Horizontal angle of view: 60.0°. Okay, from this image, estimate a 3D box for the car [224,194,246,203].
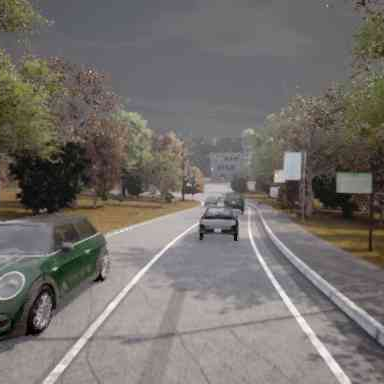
[{"bbox_3d":[4.717,1.198,36.938,2.150,2.045,5.566,1,0,10],"label":"car"}]

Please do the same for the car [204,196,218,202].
[{"bbox_3d":[2.884,1.416,49.661,1.837,1.490,4.892,1,0,7],"label":"car"}]

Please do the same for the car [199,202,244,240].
[{"bbox_3d":[1.448,1.480,17.036,2.128,1.511,4.902,1,0,7],"label":"car"}]

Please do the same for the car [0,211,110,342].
[{"bbox_3d":[-3.263,1.319,6.663,2.097,1.767,4.553,0,0,4],"label":"car"}]
